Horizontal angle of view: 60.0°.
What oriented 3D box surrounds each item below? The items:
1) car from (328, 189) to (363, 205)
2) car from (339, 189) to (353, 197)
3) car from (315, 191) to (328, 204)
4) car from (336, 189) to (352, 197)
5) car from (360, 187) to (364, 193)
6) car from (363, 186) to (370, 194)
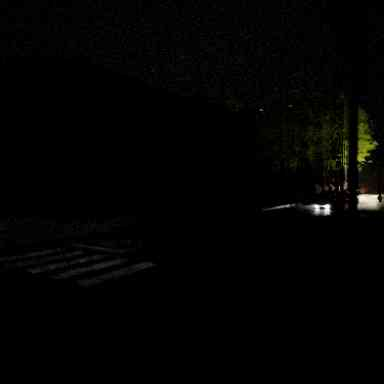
[{"bbox_3d":[17.096,0.748,36.946,2.033,1.411,5.357,0,1,35],"label":"car"},{"bbox_3d":[30.484,0.135,65.722,1.752,1.417,4.829,2,2,35],"label":"car"},{"bbox_3d":[16.624,0.623,41.090,2.128,1.511,4.902,0,1,35],"label":"car"},{"bbox_3d":[29.383,0.195,64.085,2.008,1.369,4.403,2,2,35],"label":"car"},{"bbox_3d":[36.550,-0.010,74.428,1.947,1.339,4.313,2,2,35],"label":"car"},{"bbox_3d":[42.737,-0.175,83.401,1.802,1.307,4.206,2,2,35],"label":"car"}]
